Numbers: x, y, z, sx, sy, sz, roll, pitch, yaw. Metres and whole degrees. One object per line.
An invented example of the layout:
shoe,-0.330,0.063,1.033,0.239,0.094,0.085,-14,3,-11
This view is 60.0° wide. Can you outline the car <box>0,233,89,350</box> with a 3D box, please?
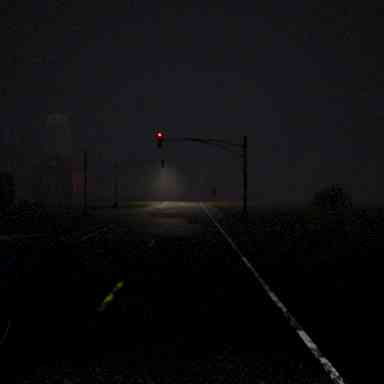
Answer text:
car,-3.595,1.549,6.399,2.033,1.411,5.357,0,0,0
